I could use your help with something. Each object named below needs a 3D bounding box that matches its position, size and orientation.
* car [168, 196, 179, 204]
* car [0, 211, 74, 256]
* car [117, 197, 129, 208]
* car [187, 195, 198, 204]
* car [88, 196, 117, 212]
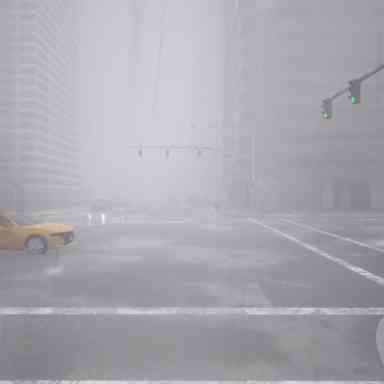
[{"bbox_3d":[-3.540,1.490,63.175,2.128,1.511,4.902,0,0,0],"label":"car"},{"bbox_3d":[-7.060,1.477,12.551,5.008,1.535,1.882,0,0,0],"label":"car"},{"bbox_3d":[-10.620,1.525,49.635,1.812,1.442,4.674,0,0,0],"label":"car"},{"bbox_3d":[0.063,1.351,63.504,2.097,1.767,4.553,0,0,0],"label":"car"},{"bbox_3d":[-10.624,1.504,39.376,1.837,1.490,4.892,0,0,0],"label":"car"}]
